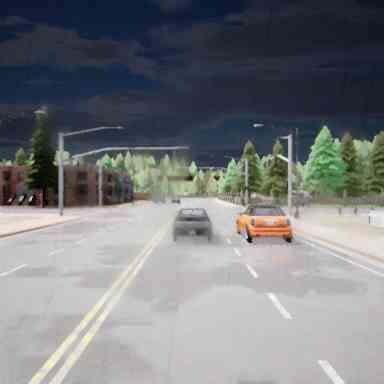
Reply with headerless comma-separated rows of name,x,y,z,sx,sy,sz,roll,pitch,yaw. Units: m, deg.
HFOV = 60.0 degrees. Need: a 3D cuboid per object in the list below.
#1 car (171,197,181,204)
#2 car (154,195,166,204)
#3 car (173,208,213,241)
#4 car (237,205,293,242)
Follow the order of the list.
car,-3.505,1.857,72.612,1.882,1.535,5.008,0,0,0
car,-7.005,1.604,72.588,2.150,2.045,5.566,0,0,0
car,0.041,1.583,17.092,2.128,1.511,4.902,0,0,1
car,3.540,1.441,16.996,2.097,1.767,4.553,0,0,1
